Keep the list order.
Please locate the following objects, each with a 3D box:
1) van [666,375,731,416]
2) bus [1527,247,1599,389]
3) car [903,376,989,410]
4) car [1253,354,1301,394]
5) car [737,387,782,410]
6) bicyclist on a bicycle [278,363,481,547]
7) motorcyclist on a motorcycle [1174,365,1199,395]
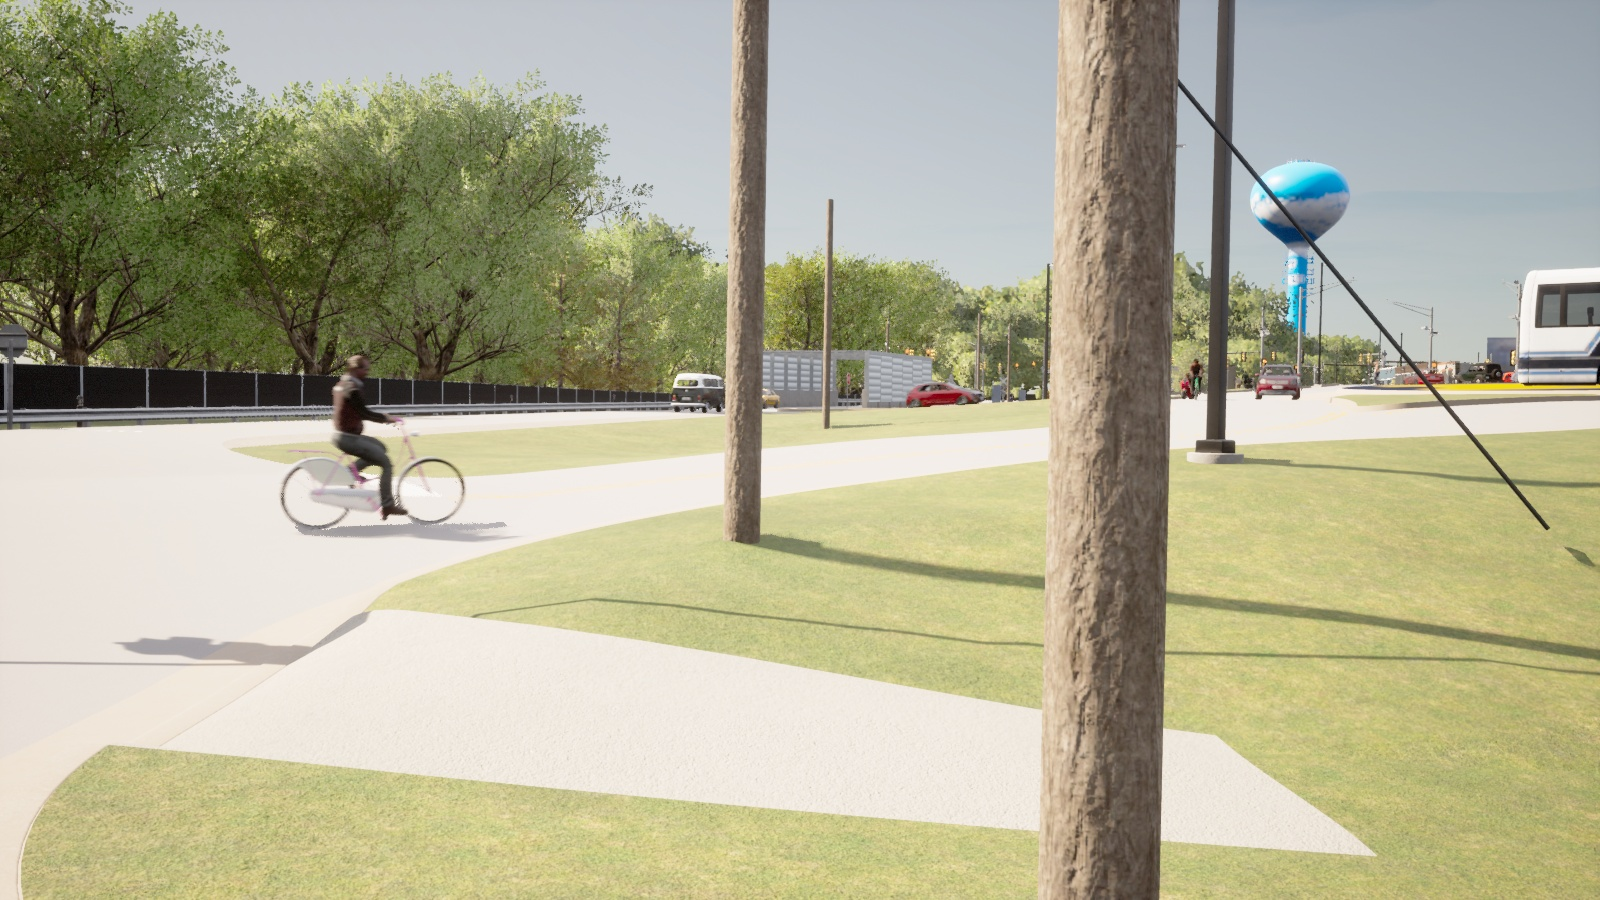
[{"bbox_3d":[-5.323,-2.894,66.358,2.069,2.038,4.480,0,3,14],"label":"van"},{"bbox_3d":[28.504,-4.153,38.782,10.273,4.253,3.944,1,1,33],"label":"bus"},{"bbox_3d":[7.959,-3.118,68.589,4.193,1.474,1.816,-3,2,28],"label":"car"},{"bbox_3d":[19.775,-3.122,52.154,1.789,1.549,3.705,1,2,20],"label":"car"},{"bbox_3d":[-2.905,-3.727,90.896,1.801,1.575,5.366,0,3,15],"label":"car"},{"bbox_3d":[-4.281,0.005,12.862,1.843,1.776,0.659,-2,5,-31],"label":"bicyclist on a bicycle"},{"bbox_3d":[20.553,-3.723,66.771,0.797,1.523,2.044,1,1,32],"label":"motorcyclist on a motorcycle"}]
